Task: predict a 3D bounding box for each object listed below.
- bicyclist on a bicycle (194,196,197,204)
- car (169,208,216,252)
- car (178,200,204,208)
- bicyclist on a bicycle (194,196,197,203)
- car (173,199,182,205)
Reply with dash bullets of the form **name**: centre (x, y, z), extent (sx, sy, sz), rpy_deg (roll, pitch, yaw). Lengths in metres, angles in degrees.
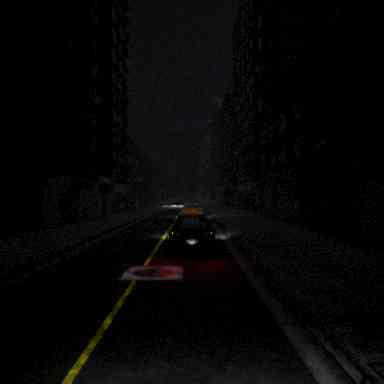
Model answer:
- **bicyclist on a bicycle**: centre (0.850, 2.054, 79.106), extent (0.582, 1.620, 1.656), rpy_deg (0, -1, 0)
- **car**: centre (0.008, 1.656, 14.374), extent (1.812, 1.442, 4.674), rpy_deg (0, 0, 0)
- **car**: centre (0.014, 1.740, 29.474), extent (1.882, 1.535, 5.008), rpy_deg (0, 0, 0)
- **bicyclist on a bicycle**: centre (0.851, 2.007, 88.101), extent (0.659, 1.776, 1.843), rpy_deg (0, 0, 0)
- **car**: centre (-2.977, 2.158, 70.974), extent (1.895, 1.301, 4.718), rpy_deg (0, 0, 0)
